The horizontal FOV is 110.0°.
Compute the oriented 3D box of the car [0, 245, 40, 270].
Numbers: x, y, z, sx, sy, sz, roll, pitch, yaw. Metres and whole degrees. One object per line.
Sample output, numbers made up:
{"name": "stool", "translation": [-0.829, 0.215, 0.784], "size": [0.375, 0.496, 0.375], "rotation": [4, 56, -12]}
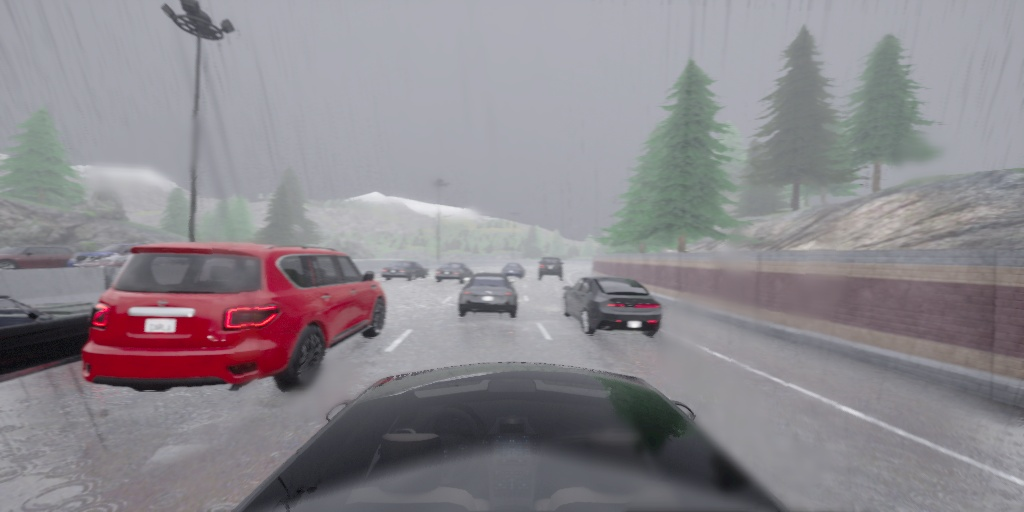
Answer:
{"name": "car", "translation": [-28.953, 0.137, 21.277], "size": [2.097, 1.767, 4.553], "rotation": [2, 0, 2]}

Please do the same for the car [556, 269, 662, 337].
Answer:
{"name": "car", "translation": [2.756, 1.349, 10.815], "size": [1.837, 1.490, 4.892], "rotation": [2, 0, -3]}

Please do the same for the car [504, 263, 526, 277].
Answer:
{"name": "car", "translation": [0.175, 1.327, 33.584], "size": [1.994, 1.385, 4.181], "rotation": [2, 0, 7]}

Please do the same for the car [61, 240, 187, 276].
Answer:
{"name": "car", "translation": [-25.386, 0.127, 23.873], "size": [2.150, 2.045, 5.566], "rotation": [2, 0, 3]}

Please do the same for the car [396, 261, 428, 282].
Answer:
{"name": "car", "translation": [-7.617, 1.048, 25.981], "size": [2.033, 1.411, 5.357], "rotation": [2, 0, 4]}

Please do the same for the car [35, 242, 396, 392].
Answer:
{"name": "car", "translation": [-4.003, 0.838, 6.543], "size": [2.150, 2.045, 5.566], "rotation": [2, 0, -4]}

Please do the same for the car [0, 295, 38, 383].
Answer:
{"name": "car", "translation": [-7.364, 1.105, 4.578], "size": [1.895, 1.301, 4.718], "rotation": [2, 0, -5]}

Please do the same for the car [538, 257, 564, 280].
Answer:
{"name": "car", "translation": [3.608, 1.099, 33.155], "size": [2.150, 2.045, 5.566], "rotation": [2, 0, 7]}

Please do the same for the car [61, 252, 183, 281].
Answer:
{"name": "car", "translation": [-21.993, 0.544, 20.586], "size": [1.812, 1.442, 4.674], "rotation": [2, 0, 2]}

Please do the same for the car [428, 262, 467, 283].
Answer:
{"name": "car", "translation": [-4.112, 1.165, 26.023], "size": [2.033, 1.411, 5.357], "rotation": [2, 0, 4]}

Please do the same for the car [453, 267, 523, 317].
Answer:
{"name": "car", "translation": [-0.820, 1.289, 13.143], "size": [1.994, 1.385, 4.181], "rotation": [2, 0, -2]}

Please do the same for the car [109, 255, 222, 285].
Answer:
{"name": "car", "translation": [-18.513, 0.698, 19.475], "size": [1.994, 1.385, 4.181], "rotation": [2, 0, 1]}
